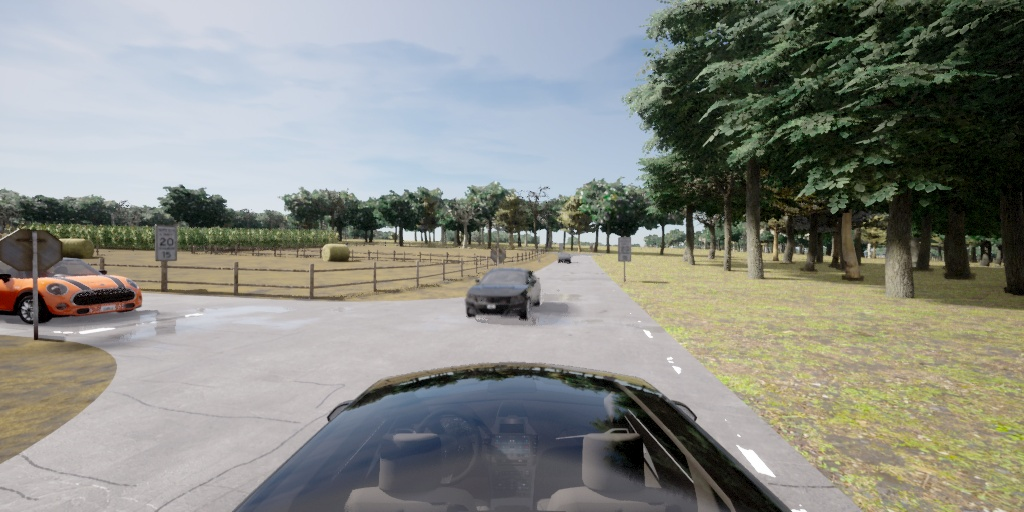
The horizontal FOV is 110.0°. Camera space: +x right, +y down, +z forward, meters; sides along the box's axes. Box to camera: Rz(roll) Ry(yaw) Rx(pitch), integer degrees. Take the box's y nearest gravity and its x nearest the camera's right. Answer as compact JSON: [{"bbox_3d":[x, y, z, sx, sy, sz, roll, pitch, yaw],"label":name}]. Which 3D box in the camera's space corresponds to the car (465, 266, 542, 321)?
[{"bbox_3d":[-0.106,1.143,12.387,1.882,1.535,5.008,0,0,11],"label":"car"}]

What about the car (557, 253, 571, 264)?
[{"bbox_3d":[7.850,0.284,53.484,1.882,1.535,5.008,0,2,11],"label":"car"}]

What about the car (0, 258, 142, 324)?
[{"bbox_3d":[-13.353,0.811,10.267,4.553,1.767,2.097,1,1,10],"label":"car"}]
